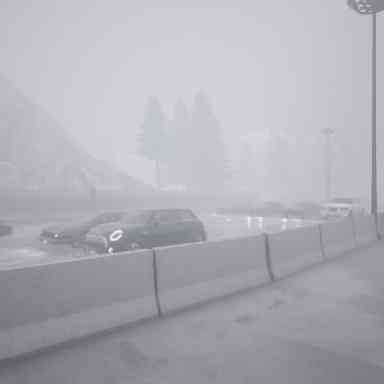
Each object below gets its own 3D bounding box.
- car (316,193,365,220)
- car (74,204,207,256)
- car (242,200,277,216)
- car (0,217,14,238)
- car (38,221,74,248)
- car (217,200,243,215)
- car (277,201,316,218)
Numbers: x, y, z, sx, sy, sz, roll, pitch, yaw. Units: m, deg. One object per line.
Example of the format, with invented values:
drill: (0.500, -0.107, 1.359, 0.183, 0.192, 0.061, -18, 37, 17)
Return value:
car: (12.674, 1.328, 27.768, 2.150, 2.045, 5.566, 0, 0, 41)
car: (-1.581, 1.352, 12.227, 4.553, 1.767, 2.097, 0, 0, -45)
car: (7.442, 1.549, 32.418, 2.033, 1.411, 5.357, 0, 0, 41)
car: (-10.149, 1.526, 13.983, 4.674, 1.442, 1.812, 0, 0, -38)
car: (-3.808, 1.547, 14.792, 5.357, 1.411, 2.033, 0, 0, -45)
car: (4.820, 1.568, 34.737, 2.033, 1.411, 5.357, 0, 0, 41)
car: (10.067, 1.546, 30.103, 2.033, 1.411, 5.357, 0, 0, 41)
